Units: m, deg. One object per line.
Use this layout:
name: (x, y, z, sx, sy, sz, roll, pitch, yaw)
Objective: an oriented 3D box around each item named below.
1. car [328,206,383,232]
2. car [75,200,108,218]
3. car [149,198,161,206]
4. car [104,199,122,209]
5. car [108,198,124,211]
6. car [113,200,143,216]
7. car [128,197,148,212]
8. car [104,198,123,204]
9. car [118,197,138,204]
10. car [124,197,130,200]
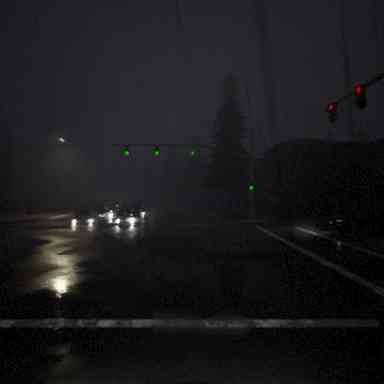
car: (11.038, 1.657, 20.702, 4.892, 1.490, 1.837, 0, 0, 0)
car: (-10.284, 1.726, 33.697, 1.882, 1.535, 5.008, 0, 0, -1)
car: (-8.321, 2.033, 69.208, 2.128, 1.511, 4.902, 0, -1, -35)
car: (-13.119, 1.897, 55.068, 2.128, 1.511, 4.902, 0, 0, -21)
car: (-10.597, 1.808, 43.068, 2.128, 1.511, 4.902, 0, 0, -4)
car: (-6.800, 1.865, 35.935, 1.895, 1.301, 4.718, 0, 0, -1)
car: (-7.267, 1.836, 45.034, 1.837, 1.490, 4.892, 0, 0, -6)
car: (-17.721, 2.039, 75.024, 4.718, 1.301, 1.895, 0, -1, 43)
car: (-14.905, 1.943, 77.174, 4.902, 1.511, 2.128, 0, -1, 43)
car: (-9.919, 1.893, 56.469, 1.882, 1.535, 5.008, 0, -1, -21)
